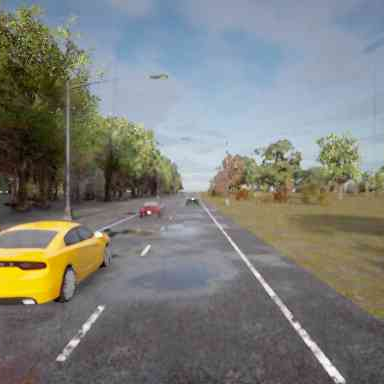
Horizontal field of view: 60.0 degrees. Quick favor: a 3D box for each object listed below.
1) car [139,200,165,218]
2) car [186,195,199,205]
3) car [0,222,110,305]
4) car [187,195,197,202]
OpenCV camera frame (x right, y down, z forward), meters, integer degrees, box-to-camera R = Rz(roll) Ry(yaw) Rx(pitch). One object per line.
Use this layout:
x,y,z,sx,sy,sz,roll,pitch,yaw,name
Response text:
-3.395,1.448,28.699,1.812,1.442,4.674,0,0,0,car
0.113,1.205,54.678,2.097,1.767,4.553,0,0,0,car
-3.402,1.455,8.125,1.882,1.535,5.008,0,0,0,car
0.020,1.360,72.910,1.994,1.385,4.181,0,0,0,car
